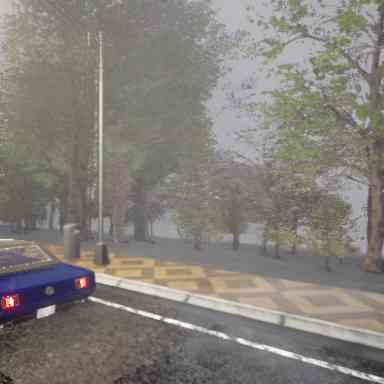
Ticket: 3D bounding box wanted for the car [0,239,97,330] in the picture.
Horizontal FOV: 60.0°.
[{"bbox_3d":[-4.124,1.621,6.570,4.718,1.301,1.895,0,0,35],"label":"car"}]
